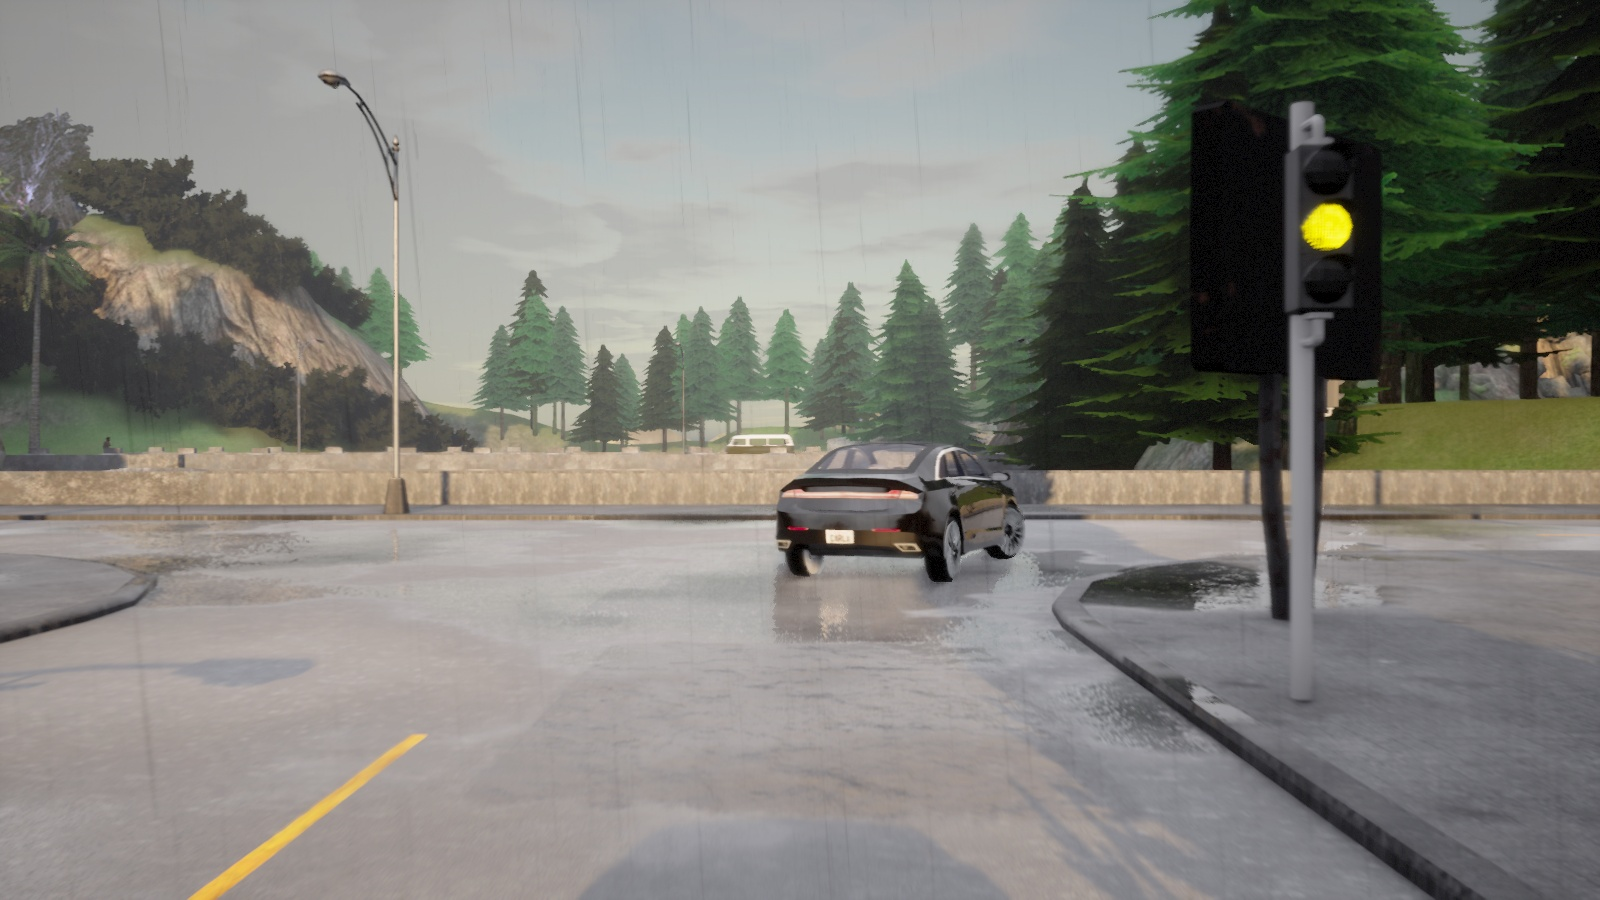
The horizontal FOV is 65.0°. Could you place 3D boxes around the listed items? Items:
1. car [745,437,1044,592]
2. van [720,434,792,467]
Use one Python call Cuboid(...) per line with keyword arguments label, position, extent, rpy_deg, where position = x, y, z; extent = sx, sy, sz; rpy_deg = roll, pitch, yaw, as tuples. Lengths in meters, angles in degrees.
Cuboid(label="car", position=(1.346, 0.618, 14.932), extent=(2.128, 1.511, 4.902), rpy_deg=(0, 0, 22))
Cuboid(label="van", position=(-2.752, 0.019, 79.670), extent=(4.480, 2.038, 2.069), rpy_deg=(0, 0, 0))
